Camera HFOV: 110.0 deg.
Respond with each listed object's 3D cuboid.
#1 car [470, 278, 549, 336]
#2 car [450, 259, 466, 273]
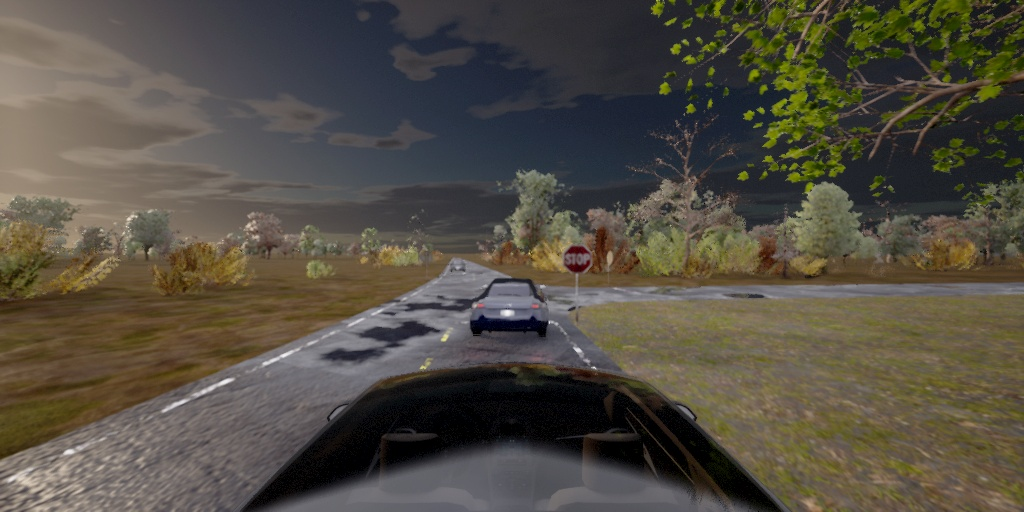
[{"bbox_3d":[0.038,1.317,10.460,1.994,1.385,4.181,0,0,4],"label":"car"},{"bbox_3d":[-6.700,1.260,44.472,2.128,1.511,4.902,0,0,-9],"label":"car"}]
